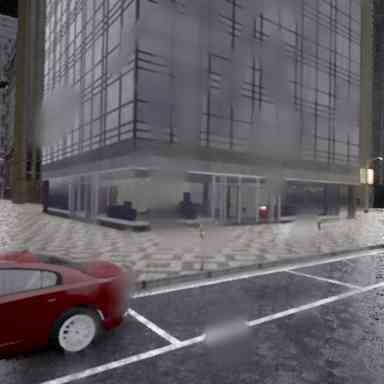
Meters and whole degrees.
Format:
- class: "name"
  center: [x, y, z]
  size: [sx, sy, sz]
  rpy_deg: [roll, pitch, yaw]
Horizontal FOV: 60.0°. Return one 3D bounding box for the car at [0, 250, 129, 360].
- class: "car"
  center: [-3.110, 1.544, 4.537]
  size: [4.507, 1.381, 1.887]
  rpy_deg: [1, 0, -35]
